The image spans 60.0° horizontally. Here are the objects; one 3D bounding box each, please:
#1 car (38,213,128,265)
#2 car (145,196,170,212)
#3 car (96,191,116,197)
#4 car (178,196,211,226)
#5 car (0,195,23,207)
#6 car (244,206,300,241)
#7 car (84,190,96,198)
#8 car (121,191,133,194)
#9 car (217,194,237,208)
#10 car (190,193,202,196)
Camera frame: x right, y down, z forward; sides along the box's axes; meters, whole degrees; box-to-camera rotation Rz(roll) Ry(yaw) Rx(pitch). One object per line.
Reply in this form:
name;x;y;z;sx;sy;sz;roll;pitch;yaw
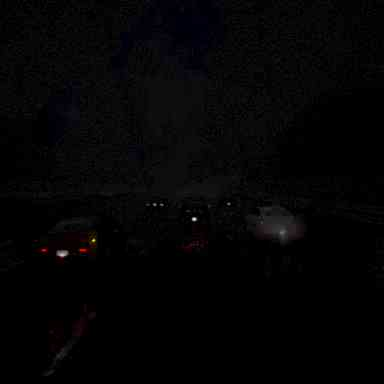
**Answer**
car;-3.409;1.417;11.070;1.812;1.442;4.674;0;1;0
car;-3.191;1.110;31.448;2.033;1.411;5.357;0;1;1
car;-16.229;0.475;64.239;1.882;1.535;5.008;0;1;3
car;0.159;1.250;21.289;1.837;1.490;4.892;0;1;1
car;-14.010;1.052;23.750;2.097;1.767;4.553;0;1;1
car;3.609;1.361;15.433;1.812;1.442;4.674;0;1;0
car;-19.666;0.455;65.443;1.882;1.535;5.008;0;1;3
car;-12.667;0.530;65.296;2.033;1.411;5.357;0;1;3
car;3.953;0.955;37.658;1.837;1.490;4.892;0;1;1
car;0.485;0.901;39.073;1.882;1.535;5.008;0;1;1
